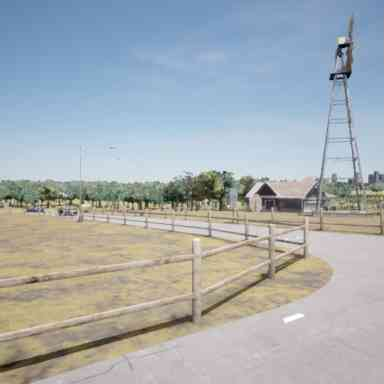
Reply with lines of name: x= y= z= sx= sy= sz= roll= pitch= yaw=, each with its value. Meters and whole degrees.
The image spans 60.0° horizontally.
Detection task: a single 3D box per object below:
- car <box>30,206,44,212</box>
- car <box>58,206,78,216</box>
car: x=-36.913 y=4.157 z=80.088 sx=2.097 sy=1.767 sz=4.553 roll=0 pitch=-3 yaw=-36
car: x=-18.694 y=2.783 z=49.963 sx=2.128 sy=1.511 sz=4.902 roll=0 pitch=-2 yaw=-36
